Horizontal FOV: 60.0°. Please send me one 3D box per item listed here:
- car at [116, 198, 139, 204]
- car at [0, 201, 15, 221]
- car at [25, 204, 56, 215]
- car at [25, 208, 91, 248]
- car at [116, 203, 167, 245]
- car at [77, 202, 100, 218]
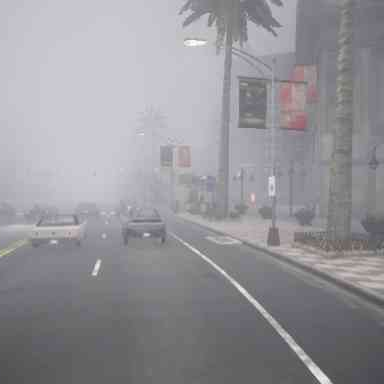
[{"bbox_3d":[-5.815,1.364,30.215,2.097,1.767,4.553,0,0,-13],"label":"car"},{"bbox_3d":[-15.828,1.518,26.929,2.128,1.511,4.902,0,0,-13],"label":"car"},{"bbox_3d":[-12.415,1.653,27.705,1.895,1.301,4.718,0,0,-13],"label":"car"},{"bbox_3d":[-5.783,1.614,14.870,1.895,1.301,4.718,0,0,-13],"label":"car"},{"bbox_3d":[-2.370,1.493,15.646,2.128,1.511,4.902,0,0,-13],"label":"car"},{"bbox_3d":[-9.228,1.570,29.438,1.994,1.385,4.181,0,0,-13],"label":"car"}]
